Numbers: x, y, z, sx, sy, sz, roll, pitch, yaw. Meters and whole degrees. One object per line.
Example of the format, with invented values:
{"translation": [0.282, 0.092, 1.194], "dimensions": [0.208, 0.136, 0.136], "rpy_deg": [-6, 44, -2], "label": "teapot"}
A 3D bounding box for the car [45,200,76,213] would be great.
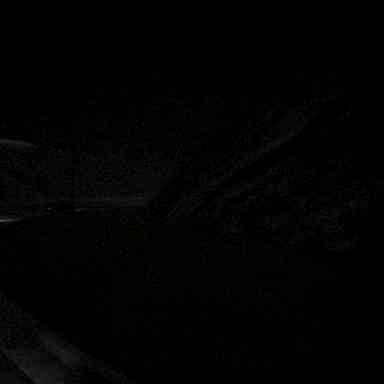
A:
{"translation": [-15.712, 1.654, 39.867], "dimensions": [1.812, 1.442, 4.674], "rpy_deg": [0, 0, 9], "label": "car"}
